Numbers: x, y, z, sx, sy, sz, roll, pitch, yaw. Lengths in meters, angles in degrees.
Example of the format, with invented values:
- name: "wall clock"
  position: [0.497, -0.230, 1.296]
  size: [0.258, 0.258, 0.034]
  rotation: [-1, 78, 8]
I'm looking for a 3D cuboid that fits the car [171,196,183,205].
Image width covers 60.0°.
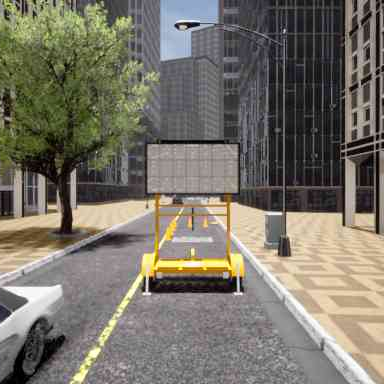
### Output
- name: "car"
  position: [-2.618, 1.540, 59.361]
  size: [1.882, 1.535, 5.008]
  rotation: [0, 0, 0]

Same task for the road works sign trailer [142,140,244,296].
- name: "road works sign trailer"
  position: [0.018, 0.464, 8.636]
  size: [2.380, 3.560, 2.880]
  rotation: [0, 0, 0]

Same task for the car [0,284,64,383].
- name: "car"
  position: [-2.844, 1.601, 2.752]
  size: [1.895, 1.301, 4.718]
  rotation: [0, 0, 0]
